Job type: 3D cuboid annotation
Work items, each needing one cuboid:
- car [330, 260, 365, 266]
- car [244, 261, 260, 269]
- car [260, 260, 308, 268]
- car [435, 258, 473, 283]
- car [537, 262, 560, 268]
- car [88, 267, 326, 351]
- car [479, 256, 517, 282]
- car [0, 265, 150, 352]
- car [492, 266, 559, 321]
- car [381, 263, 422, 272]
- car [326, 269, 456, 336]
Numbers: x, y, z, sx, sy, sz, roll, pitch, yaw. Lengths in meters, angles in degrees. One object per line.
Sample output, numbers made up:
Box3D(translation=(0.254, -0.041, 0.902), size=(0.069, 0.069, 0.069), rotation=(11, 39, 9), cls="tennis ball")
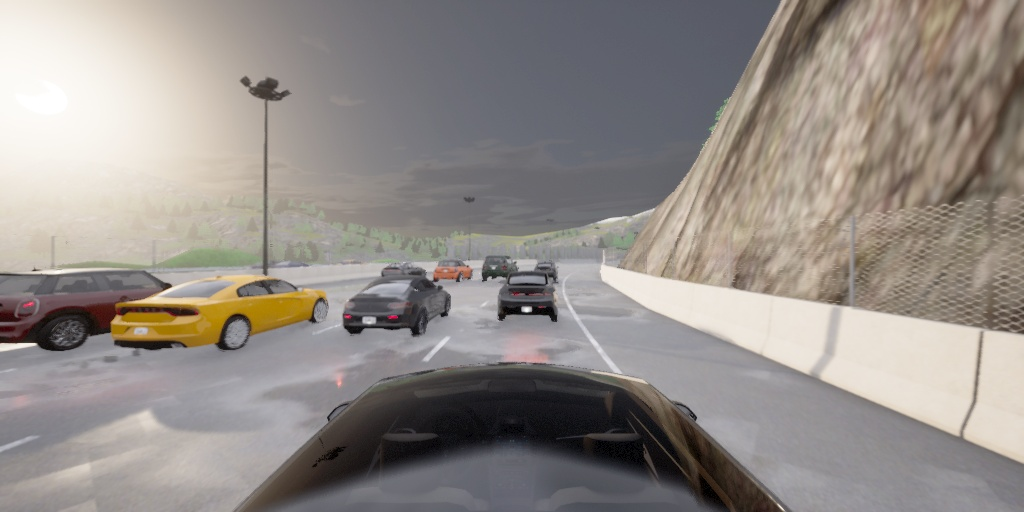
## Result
Box3D(translation=(-17.466, 1.301, 36.811), size=(1.994, 1.385, 4.181), rotation=(0, 0, 12), cls="car")
Box3D(translation=(-27.457, 1.205, 40.314), size=(2.128, 1.511, 4.902), rotation=(0, 0, 12), cls="car")
Box3D(translation=(-24.208, 1.246, 38.781), size=(1.812, 1.442, 4.674), rotation=(0, 0, 12), cls="car")
Box3D(translation=(-4.570, 1.116, 28.463), size=(2.097, 1.767, 4.553), rotation=(0, 0, 9), cls="car")
Box3D(translation=(2.951, 1.291, 30.857), size=(1.837, 1.490, 4.892), rotation=(0, 0, 10), cls="car")
Box3D(translation=(-6.635, 1.217, 8.991), size=(1.882, 1.535, 5.008), rotation=(0, 0, 2), cls="car")
Box3D(translation=(-0.924, 0.996, 29.252), size=(2.150, 2.045, 5.566), rotation=(0, 0, 10), cls="car")
Box3D(translation=(-10.121, 1.082, 9.063), size=(2.097, 1.767, 4.553), rotation=(0, 0, 2), cls="car")
Box3D(translation=(0.586, 1.267, 12.566), size=(1.837, 1.490, 4.892), rotation=(0, 0, 4), cls="car")
Box3D(translation=(-8.250, 1.244, 27.617), size=(2.128, 1.511, 4.902), rotation=(0, 0, 9), cls="car")
Box3D(translation=(-3.083, 1.276, 10.315), size=(1.812, 1.442, 4.674), rotation=(0, 0, 3), cls="car")
